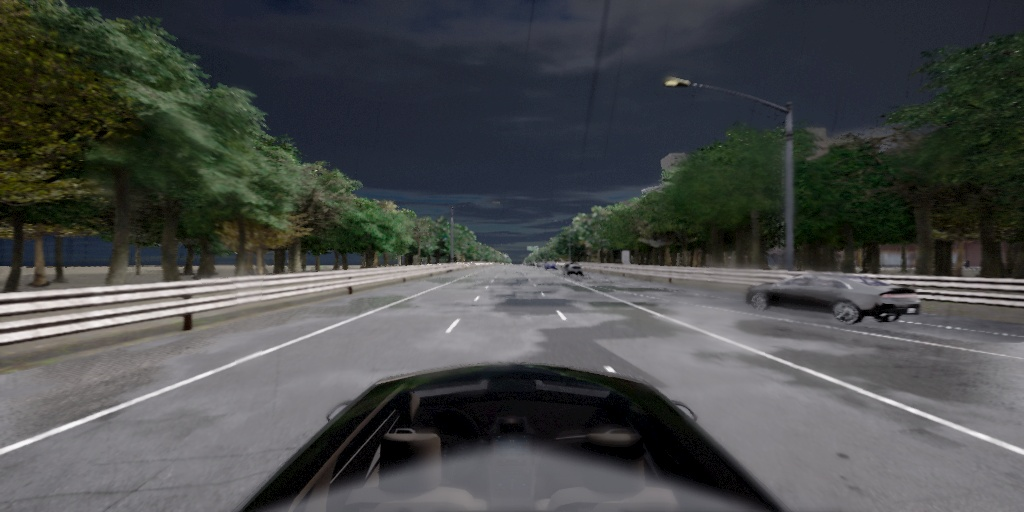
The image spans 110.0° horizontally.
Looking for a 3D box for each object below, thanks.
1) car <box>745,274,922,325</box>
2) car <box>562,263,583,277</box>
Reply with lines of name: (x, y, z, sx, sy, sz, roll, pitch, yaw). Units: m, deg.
car: (10.670, 1.362, 12.485, 2.128, 1.511, 4.902, 0, 0, -15)
car: (7.005, 1.605, 41.829, 1.837, 1.490, 4.892, 0, -1, 0)
